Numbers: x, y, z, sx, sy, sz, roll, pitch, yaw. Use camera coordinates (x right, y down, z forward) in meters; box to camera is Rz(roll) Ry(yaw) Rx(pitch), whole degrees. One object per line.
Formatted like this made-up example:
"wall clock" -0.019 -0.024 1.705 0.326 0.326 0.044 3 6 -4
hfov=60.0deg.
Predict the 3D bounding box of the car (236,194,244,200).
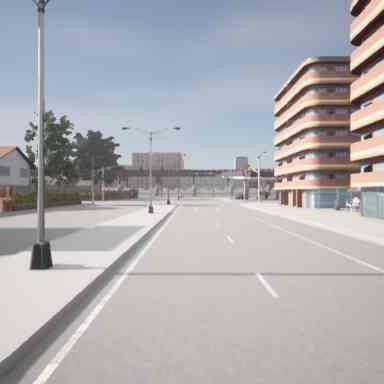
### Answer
"car" 13.210 1.265 90.641 2.242 1.667 4.611 0 0 0

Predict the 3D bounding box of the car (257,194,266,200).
"car" 18.955 1.427 91.403 1.970 1.475 3.806 0 0 0
